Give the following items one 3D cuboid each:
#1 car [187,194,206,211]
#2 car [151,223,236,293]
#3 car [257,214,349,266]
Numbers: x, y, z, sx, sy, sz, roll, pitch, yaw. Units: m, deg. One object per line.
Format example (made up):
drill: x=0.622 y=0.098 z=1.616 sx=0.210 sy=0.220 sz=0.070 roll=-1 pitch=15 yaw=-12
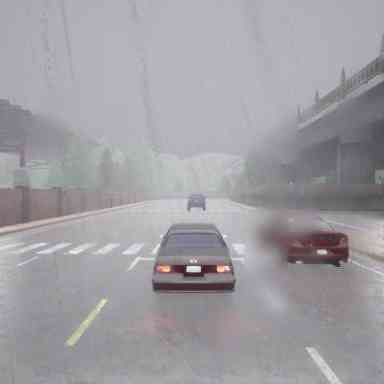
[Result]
car: x=0.573 y=1.220 z=41.436 sx=2.150 sy=2.045 sz=5.566 roll=0 pitch=0 yaw=1
car: x=0.030 y=1.547 z=8.981 sx=2.033 sy=1.411 sz=5.357 roll=0 pitch=0 yaw=0
car: x=3.539 y=1.478 z=11.508 sx=1.882 sy=1.535 sz=5.008 roll=0 pitch=0 yaw=0
